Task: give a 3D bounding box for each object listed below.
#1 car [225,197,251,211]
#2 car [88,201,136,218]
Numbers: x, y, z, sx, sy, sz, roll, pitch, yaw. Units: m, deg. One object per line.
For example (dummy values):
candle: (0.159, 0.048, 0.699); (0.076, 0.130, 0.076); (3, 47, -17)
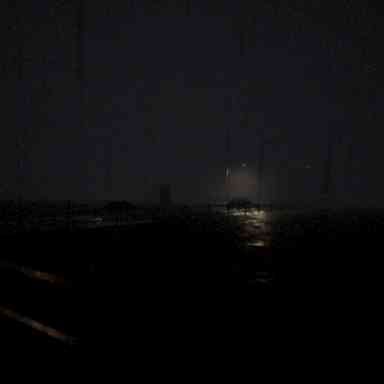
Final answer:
car: (7.356, 1.808, 52.311); (2.150, 2.045, 5.566); (1, -1, 36)
car: (-7.522, 1.591, 31.688); (1.837, 1.490, 4.892); (1, -1, 36)
